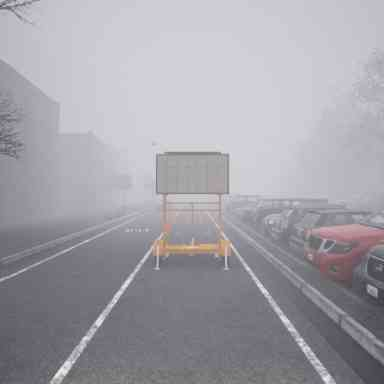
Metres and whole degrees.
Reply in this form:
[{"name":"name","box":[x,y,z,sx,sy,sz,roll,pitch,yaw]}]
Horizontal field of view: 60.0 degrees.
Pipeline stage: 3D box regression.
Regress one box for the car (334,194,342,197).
[{"name":"car","box":[18.760,1.241,36.374,5.566,2.045,2.435,0,0,0]}]

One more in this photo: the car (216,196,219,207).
[{"name":"car","box":[5.706,1.493,38.961,5.008,1.535,2.097,0,0,0]}]

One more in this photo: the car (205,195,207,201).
[{"name":"car","box":[5.772,1.333,66.994,5.566,2.045,2.435,0,0,0]}]

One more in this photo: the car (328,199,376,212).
[{"name":"car","box":[18.789,1.535,39.281,4.674,1.452,2.002,0,0,0]}]

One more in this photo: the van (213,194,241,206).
[{"name":"van","box":[5.843,1.315,55.782,4.442,1.987,1.878,0,0,0]}]

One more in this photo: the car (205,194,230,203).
[{"name":"car","box":[5.792,1.387,75.404,5.566,2.045,2.435,0,0,0]}]

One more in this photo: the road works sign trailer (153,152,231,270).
[{"name":"road works sign trailer","box":[0.016,0.473,11.049,2.380,3.560,2.880,0,0,1]}]

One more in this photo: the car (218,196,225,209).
[{"name":"car","box":[5.895,1.489,36.161,5.366,1.575,1.946,0,0,0]}]

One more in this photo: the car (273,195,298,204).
[{"name":"car","box":[18.792,1.459,67.006,4.553,1.767,2.185,0,0,0]}]

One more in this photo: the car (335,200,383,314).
[{"name":"car","box":[5.654,1.232,5.325,5.566,2.045,2.435,0,0,0]}]

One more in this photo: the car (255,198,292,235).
[{"name":"car","box":[5.724,1.360,16.538,4.553,1.767,2.185,0,0,0]}]

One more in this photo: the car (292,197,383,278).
[{"name":"car","box":[5.657,1.232,8.129,5.566,2.045,2.435,0,0,0]}]

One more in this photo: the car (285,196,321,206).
[{"name":"car","box":[18.621,1.540,55.868,5.366,1.575,1.946,0,0,0]}]

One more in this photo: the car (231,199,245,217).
[{"name":"car","box":[5.670,1.518,24.948,4.792,1.488,2.163,0,0,0]}]

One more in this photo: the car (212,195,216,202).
[{"name":"car","box":[5.714,1.513,47.367,4.892,1.521,2.231,0,0,0]}]

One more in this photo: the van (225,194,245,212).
[{"name":"van","box":[5.588,1.264,30.555,4.442,1.987,1.878,0,0,0]}]

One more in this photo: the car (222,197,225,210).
[{"name":"car","box":[5.736,1.520,33.358,4.792,1.488,2.163,0,0,0]}]

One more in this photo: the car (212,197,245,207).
[{"name":"car","box":[5.718,1.531,52.978,5.008,1.535,2.097,0,0,0]}]

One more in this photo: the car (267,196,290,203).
[{"name":"car","box":[18.838,1.657,72.574,4.674,1.452,2.002,0,0,0]}]

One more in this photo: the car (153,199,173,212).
[{"name":"car","box":[-3.263,1.552,39.055,1.812,1.442,4.674,0,0,0]}]

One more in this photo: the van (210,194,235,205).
[{"name":"van","box":[5.617,1.335,61.389,4.442,1.987,1.878,0,0,0]}]

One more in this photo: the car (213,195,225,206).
[{"name":"car","box":[5.687,1.534,44.569,4.792,1.488,2.163,0,0,0]}]

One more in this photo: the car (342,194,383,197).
[{"name":"car","box":[18.758,1.241,33.712,5.566,2.045,2.435,0,0,0]}]

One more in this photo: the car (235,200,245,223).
[{"name":"car","box":[5.692,1.487,22.145,5.008,1.535,2.097,0,0,0]}]

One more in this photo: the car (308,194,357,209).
[{"name":"car","box":[18.768,1.254,44.729,5.566,2.045,2.435,0,0,0]}]

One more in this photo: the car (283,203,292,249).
[{"name":"car","box":[5.656,1.359,10.932,4.553,1.767,2.185,0,0,0]}]

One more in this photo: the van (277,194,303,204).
[{"name":"van","box":[18.934,1.346,64.226,4.442,1.987,1.878,0,0,0]}]

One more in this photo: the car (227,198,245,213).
[{"name":"car","box":[5.673,1.519,27.751,4.792,1.488,2.163,0,0,0]}]

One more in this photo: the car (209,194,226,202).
[{"name":"car","box":[5.750,1.270,50.175,5.566,2.045,2.435,0,0,0]}]

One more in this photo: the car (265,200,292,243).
[{"name":"car","box":[5.659,1.360,13.735,4.553,1.767,2.185,0,0,0]}]

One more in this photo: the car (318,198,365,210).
[{"name":"car","box":[18.788,1.500,41.942,5.008,1.535,2.097,0,0,0]}]

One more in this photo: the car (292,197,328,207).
[{"name":"car","box":[18.798,1.533,53.082,5.008,1.535,2.097,0,0,0]}]

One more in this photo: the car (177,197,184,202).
[{"name":"car","box":[-3.051,1.938,89.579,1.895,1.301,4.718,0,-1,0]}]

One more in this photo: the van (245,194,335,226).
[{"name":"van","box":[5.578,1.261,19.342,4.442,1.987,1.878,0,0,0]}]
